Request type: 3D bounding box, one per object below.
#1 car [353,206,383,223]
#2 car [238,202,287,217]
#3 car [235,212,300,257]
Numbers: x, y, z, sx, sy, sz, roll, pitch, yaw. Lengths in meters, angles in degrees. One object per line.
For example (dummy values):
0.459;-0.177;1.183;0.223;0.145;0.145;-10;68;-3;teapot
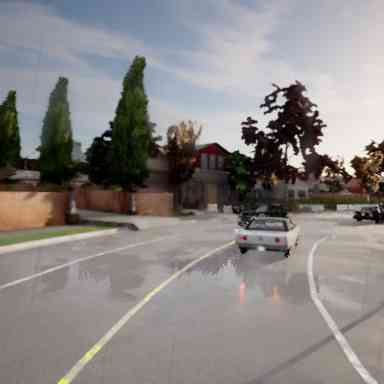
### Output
16.369;2.004;29.868;5.357;1.411;2.033;1;-1;-42;car
5.051;1.573;23.446;2.097;1.767;4.553;0;-1;39;car
3.281;1.702;13.603;1.895;1.301;4.718;0;-1;23;car
